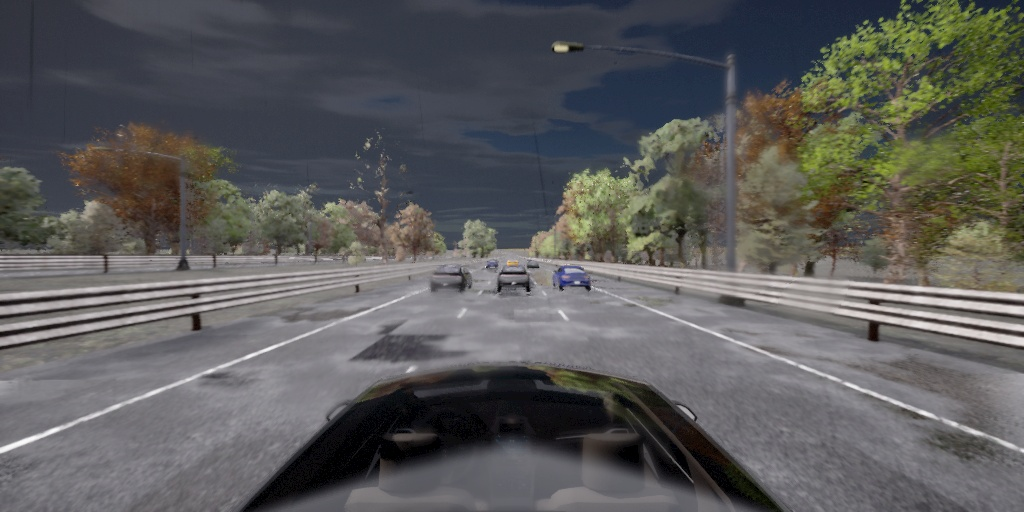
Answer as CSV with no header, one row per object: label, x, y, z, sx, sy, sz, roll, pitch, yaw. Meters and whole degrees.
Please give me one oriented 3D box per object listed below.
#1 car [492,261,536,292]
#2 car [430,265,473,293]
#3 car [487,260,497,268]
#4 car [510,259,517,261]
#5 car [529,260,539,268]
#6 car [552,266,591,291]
car,0.102,1.276,21.756,2.128,1.511,4.902,0,0,0
car,-3.400,1.275,20.787,2.128,1.511,4.902,0,0,0
car,-3.386,1.376,63.064,1.812,1.442,4.674,0,0,0
car,0.111,1.330,64.606,1.882,1.535,5.008,0,0,0
car,3.611,1.413,62.906,1.994,1.385,4.181,0,0,0
car,3.603,1.310,22.133,1.812,1.442,4.674,0,0,0
